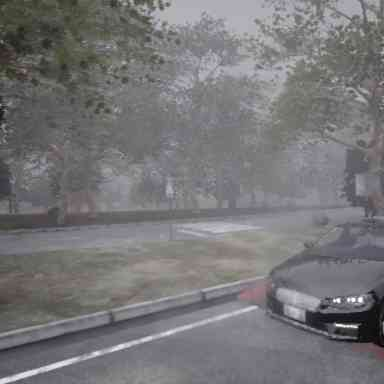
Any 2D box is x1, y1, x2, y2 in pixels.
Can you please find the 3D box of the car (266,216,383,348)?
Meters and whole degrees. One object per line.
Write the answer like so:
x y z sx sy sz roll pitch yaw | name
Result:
3.427 1.287 6.174 4.902 1.511 2.128 -5 2 -36 | car
